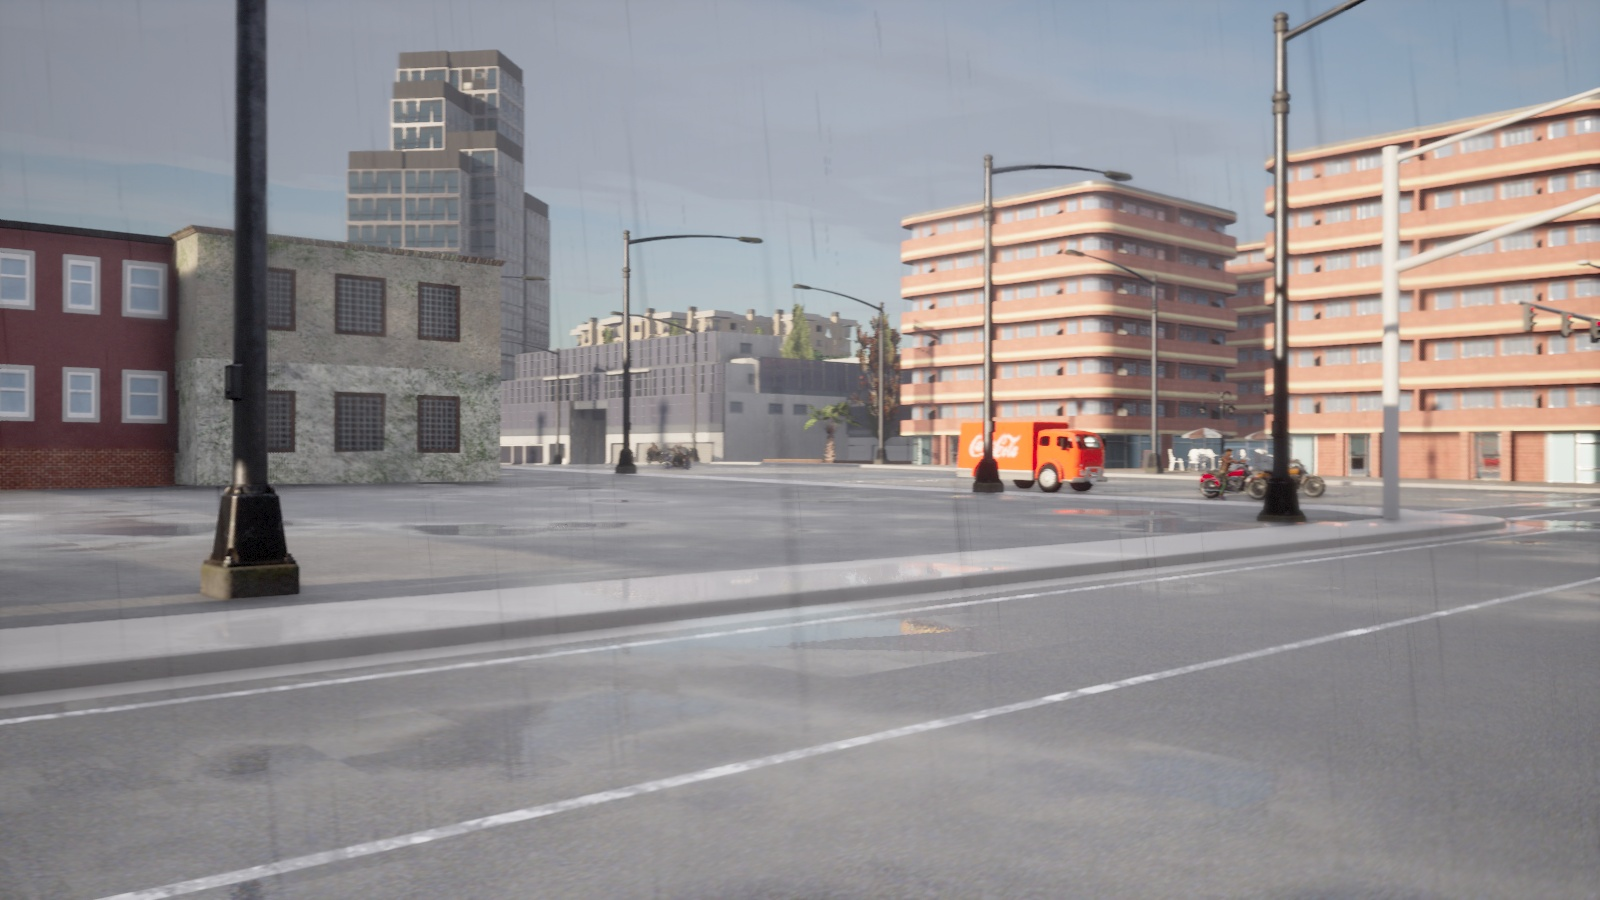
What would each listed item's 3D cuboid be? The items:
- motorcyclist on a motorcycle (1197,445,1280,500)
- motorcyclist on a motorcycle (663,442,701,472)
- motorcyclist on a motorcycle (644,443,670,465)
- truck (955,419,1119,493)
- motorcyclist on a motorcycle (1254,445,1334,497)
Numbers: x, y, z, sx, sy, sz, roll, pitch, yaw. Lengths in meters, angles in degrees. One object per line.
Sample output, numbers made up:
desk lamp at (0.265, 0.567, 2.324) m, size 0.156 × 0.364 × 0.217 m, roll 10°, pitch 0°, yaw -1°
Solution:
motorcyclist on a motorcycle at (13.582, 0.681, 38.976) m, size 0.766 × 1.649 × 2.350 m, roll 0°, pitch 1°, yaw -41°
motorcyclist on a motorcycle at (-6.284, 0.366, 66.815) m, size 0.866 × 1.530 × 2.191 m, roll 0°, pitch 1°, yaw -41°
motorcyclist on a motorcycle at (-9.892, 0.265, 86.791) m, size 0.797 × 1.523 × 2.044 m, roll 0°, pitch -1°, yaw -41°
truck at (8.402, 0.173, 44.858) m, size 2.627 × 2.467 × 5.204 m, roll 0°, pitch 1°, yaw -41°
motorcyclist on a motorcycle at (16.221, 0.678, 41.275) m, size 0.766 × 1.649 × 2.350 m, roll 0°, pitch 1°, yaw -41°
